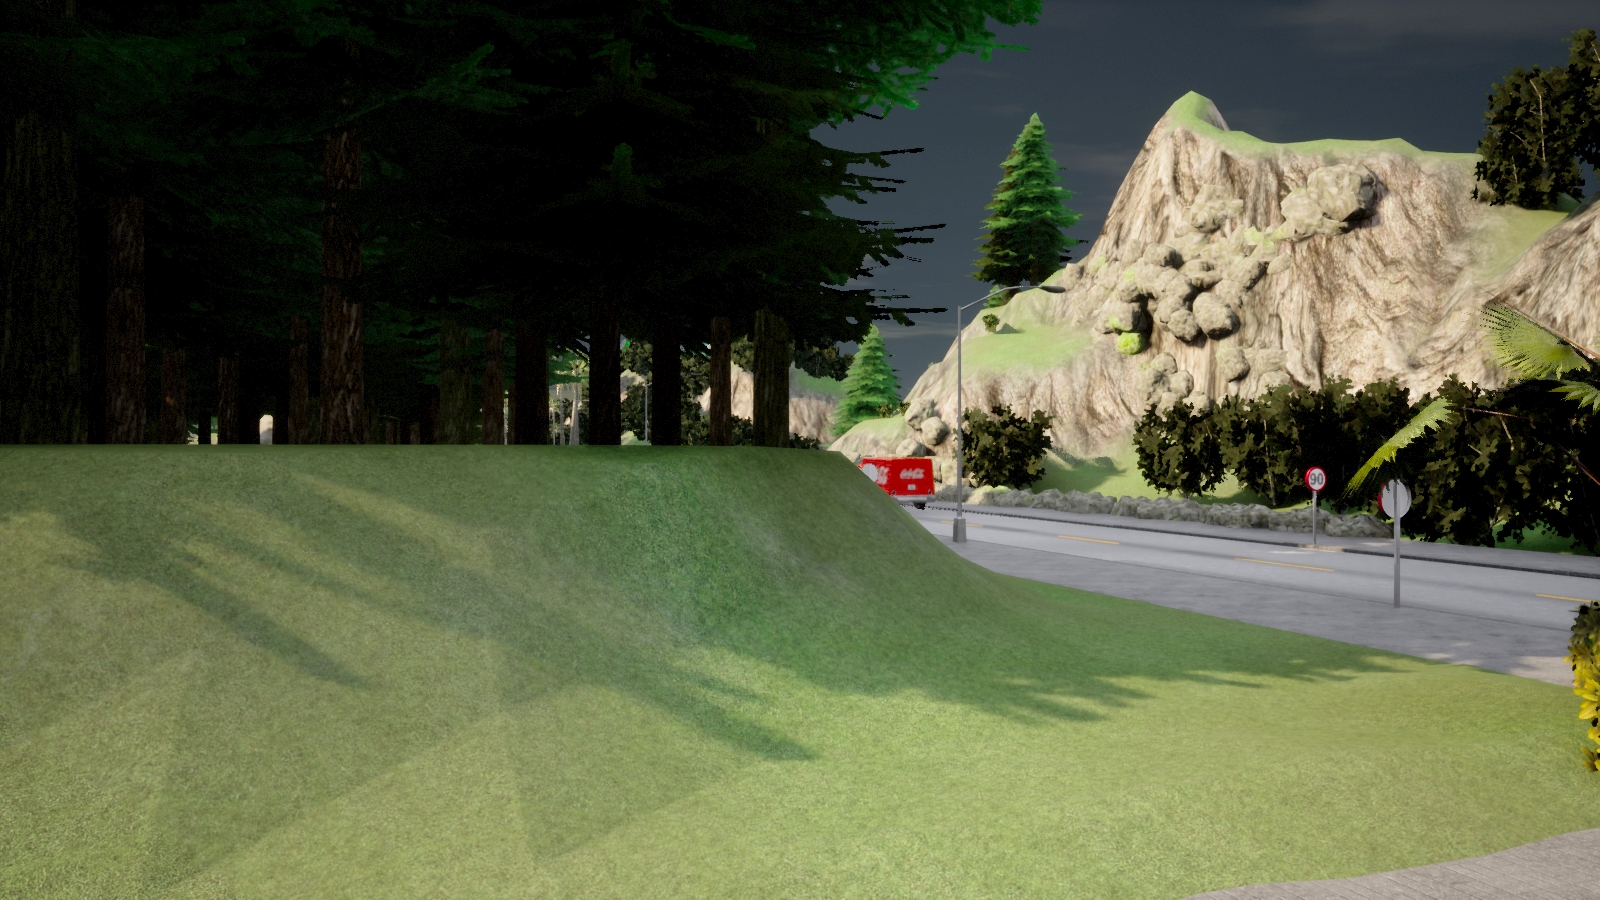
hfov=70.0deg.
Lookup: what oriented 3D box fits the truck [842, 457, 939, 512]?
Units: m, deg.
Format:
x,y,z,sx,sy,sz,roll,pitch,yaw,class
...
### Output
x,y,z,sx,sy,sz,roll,pitch,yaw,class
4.221,1.570,54.397,2.627,2.467,5.204,0,0,-20,truck
